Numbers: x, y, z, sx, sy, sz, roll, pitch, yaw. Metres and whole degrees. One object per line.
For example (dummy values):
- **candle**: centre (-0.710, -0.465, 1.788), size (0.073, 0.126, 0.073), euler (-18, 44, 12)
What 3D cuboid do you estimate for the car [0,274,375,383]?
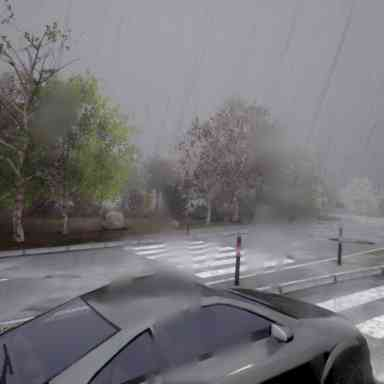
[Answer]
- **car**: centre (-0.067, 1.567, 3.278), size (4.181, 1.385, 1.994), euler (0, 0, -35)
